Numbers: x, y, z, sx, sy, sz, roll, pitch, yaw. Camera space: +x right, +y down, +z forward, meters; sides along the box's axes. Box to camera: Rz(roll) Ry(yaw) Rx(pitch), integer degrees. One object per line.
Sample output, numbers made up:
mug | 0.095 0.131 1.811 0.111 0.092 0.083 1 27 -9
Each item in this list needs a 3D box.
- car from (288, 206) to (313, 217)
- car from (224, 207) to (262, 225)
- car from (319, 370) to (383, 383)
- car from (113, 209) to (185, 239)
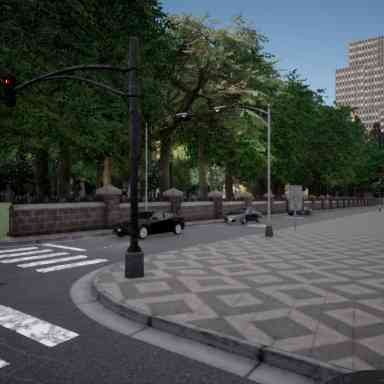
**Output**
car | 14.122 2.477 43.092 2.033 1.411 5.357 0 -1 36
car | 4.595 2.074 29.665 2.128 1.511 4.902 0 -1 35
car | 2.523 1.551 1.163 4.403 1.369 2.008 0 0 36
car | -2.422 1.809 19.721 1.882 1.535 5.008 0 -1 35
